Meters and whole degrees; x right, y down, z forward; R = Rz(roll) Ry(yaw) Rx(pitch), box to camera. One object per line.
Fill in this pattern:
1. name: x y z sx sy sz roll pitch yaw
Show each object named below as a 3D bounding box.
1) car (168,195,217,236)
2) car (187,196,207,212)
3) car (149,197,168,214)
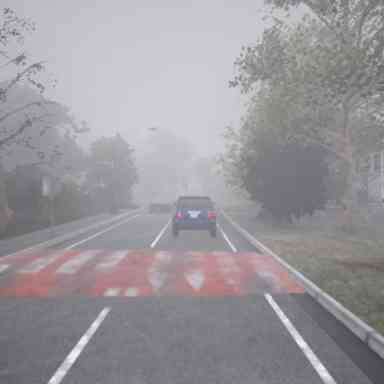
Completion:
1. car: 0.125 1.152 18.020 2.150 2.045 5.566 0 1 0
2. car: 0.600 1.226 35.333 1.837 1.490 4.892 0 0 4
3. car: -2.986 1.228 32.572 1.882 1.535 5.008 0 0 2
